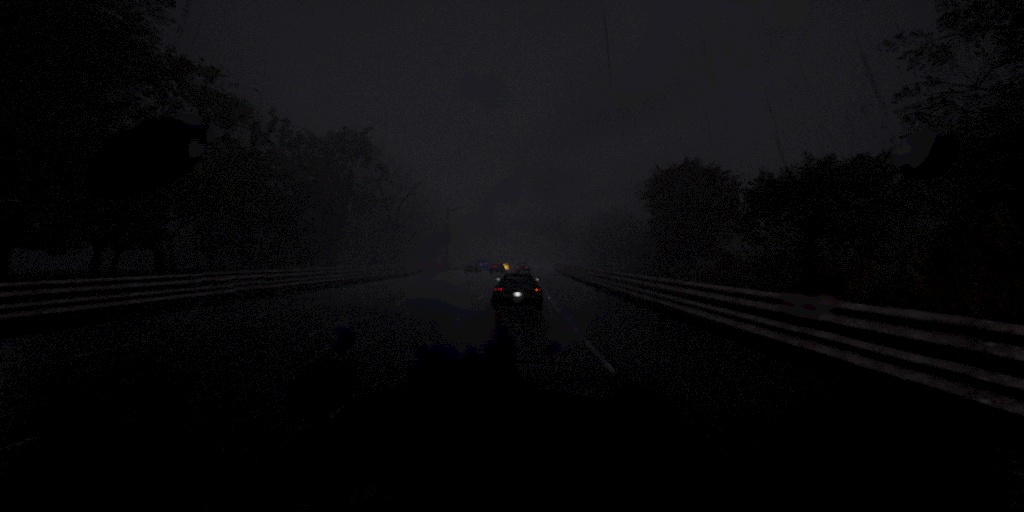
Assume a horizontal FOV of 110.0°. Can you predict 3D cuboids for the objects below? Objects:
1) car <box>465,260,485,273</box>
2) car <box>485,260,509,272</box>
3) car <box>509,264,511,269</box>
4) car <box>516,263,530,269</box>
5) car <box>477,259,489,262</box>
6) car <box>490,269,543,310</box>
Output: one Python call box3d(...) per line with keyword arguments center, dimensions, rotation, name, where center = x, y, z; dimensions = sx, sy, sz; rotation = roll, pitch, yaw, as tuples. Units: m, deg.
box3d(center=(-5.461, 1.657, 50.705), dimensions=(1.812, 1.442, 4.674), rotation=(0, 0, 4), name="car")
box3d(center=(-1.994, 1.629, 50.101), dimensions=(2.128, 1.511, 4.902), rotation=(0, 0, 4), name="car")
box3d(center=(-1.283, 1.709, 60.451), dimensions=(1.882, 1.535, 5.008), rotation=(0, 0, 5), name="car")
box3d(center=(1.528, 1.678, 50.327), dimensions=(1.812, 1.442, 4.674), rotation=(0, 0, 4), name="car")
box3d(center=(-4.776, 1.458, 60.684), dimensions=(2.150, 2.045, 5.566), rotation=(0, -1, 5), name="car")
box3d(center=(0.243, 1.421, 15.428), dimensions=(1.994, 1.385, 4.181), rotation=(0, -1, 1), name="car")
